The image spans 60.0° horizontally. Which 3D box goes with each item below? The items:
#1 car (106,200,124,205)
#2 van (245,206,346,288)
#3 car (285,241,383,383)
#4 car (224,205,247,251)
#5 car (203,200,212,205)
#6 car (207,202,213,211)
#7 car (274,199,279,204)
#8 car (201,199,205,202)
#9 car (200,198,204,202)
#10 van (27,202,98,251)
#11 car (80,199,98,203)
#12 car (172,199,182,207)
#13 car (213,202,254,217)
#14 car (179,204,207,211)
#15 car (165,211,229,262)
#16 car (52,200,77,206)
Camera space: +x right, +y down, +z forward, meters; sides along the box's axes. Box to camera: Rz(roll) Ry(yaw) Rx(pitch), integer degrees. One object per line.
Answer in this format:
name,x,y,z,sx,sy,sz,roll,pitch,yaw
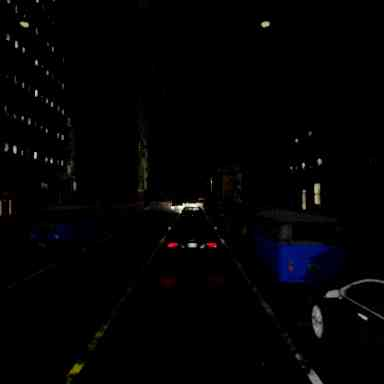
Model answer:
car,-17.375,2.414,74.627,4.206,1.307,1.802,-1,-1,1
van,2.713,1.439,9.195,1.690,1.788,3.998,1,-1,0
car,2.706,1.591,3.715,2.008,1.369,4.403,1,-1,0
car,2.715,1.595,14.671,1.967,1.590,4.097,1,-1,0
car,2.731,1.998,42.057,1.947,1.339,4.313,1,-1,0
car,2.724,1.888,31.102,1.947,1.339,4.313,1,-1,0
car,20.733,1.989,74.240,4.829,1.417,1.752,-1,-1,1
car,2.735,2.037,47.535,2.008,1.369,4.403,1,-1,0
car,2.866,2.178,58.486,1.802,1.307,4.206,1,-1,0
van,-5.664,1.496,14.675,1.690,1.788,3.998,1,-1,0
car,-23.059,2.328,74.687,4.097,1.590,1.967,-1,-1,1
car,-2.940,2.158,67.133,1.882,1.535,5.008,0,-1,0
car,2.720,1.526,20.151,2.192,1.841,5.009,1,-1,0
car,0.038,1.895,28.270,1.895,1.301,4.718,0,-1,1
car,0.020,1.680,12.566,2.033,1.411,5.357,0,-1,0
car,-28.571,2.467,74.742,4.829,1.417,1.752,-1,-1,1
